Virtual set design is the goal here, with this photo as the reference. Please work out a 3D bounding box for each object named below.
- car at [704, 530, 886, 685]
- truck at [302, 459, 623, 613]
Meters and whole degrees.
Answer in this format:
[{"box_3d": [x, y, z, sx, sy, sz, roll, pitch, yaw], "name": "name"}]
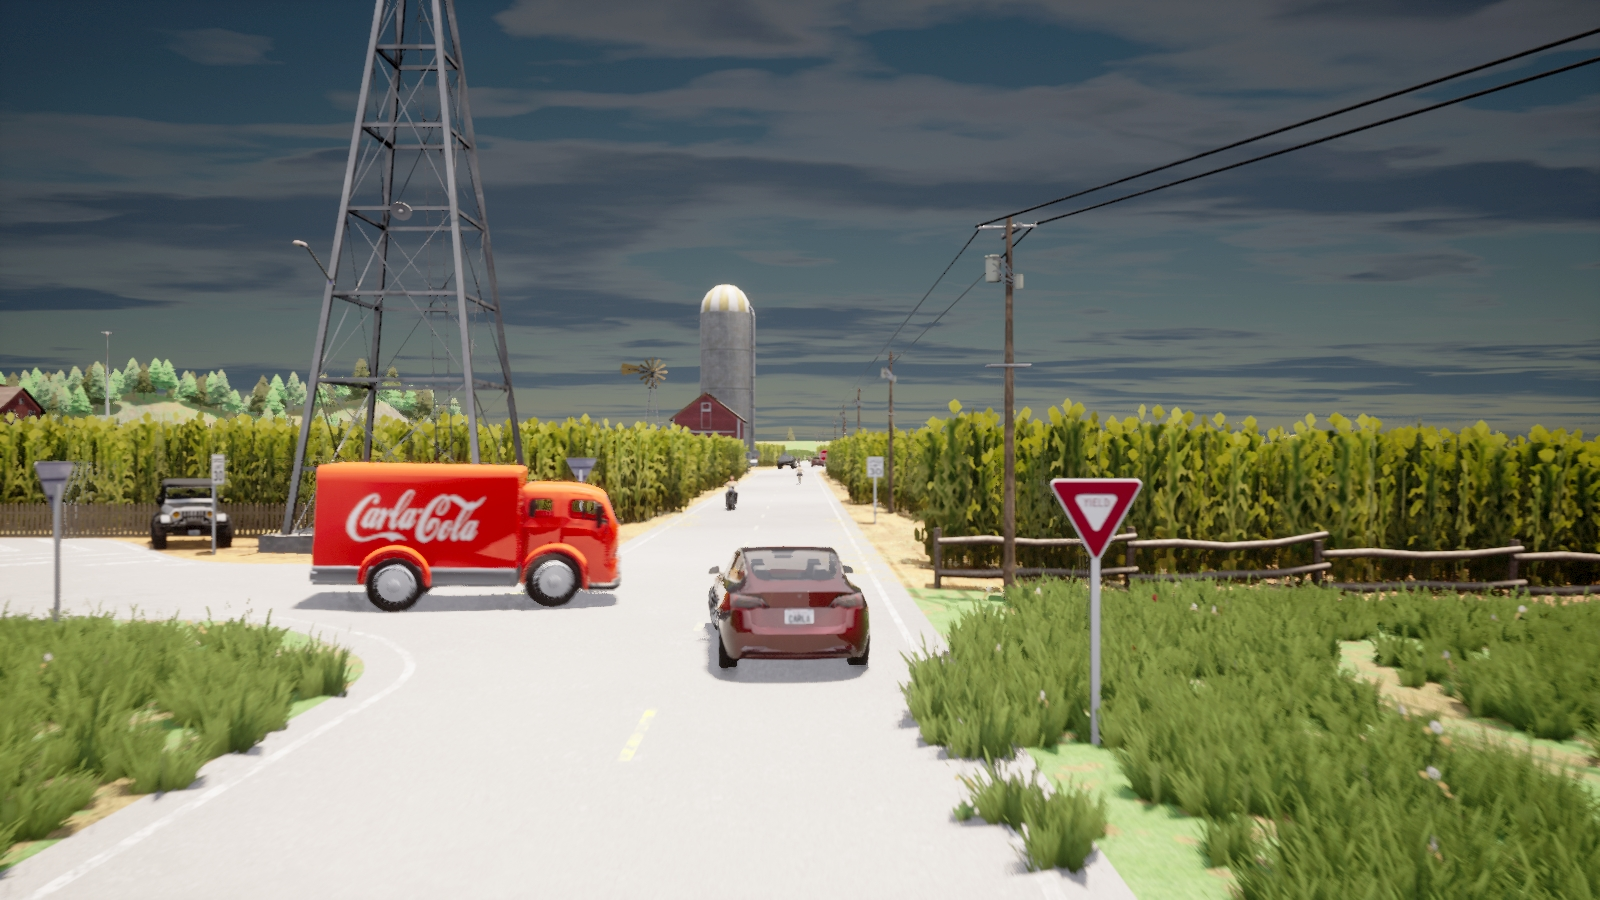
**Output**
[{"box_3d": [-0.252, 2.057, 16.154, 2.163, 1.488, 4.792, 0, 0, -5], "name": "car"}, {"box_3d": [-5.915, 1.505, 20.760, 5.204, 2.467, 2.627, 2, 1, -10], "name": "truck"}]
